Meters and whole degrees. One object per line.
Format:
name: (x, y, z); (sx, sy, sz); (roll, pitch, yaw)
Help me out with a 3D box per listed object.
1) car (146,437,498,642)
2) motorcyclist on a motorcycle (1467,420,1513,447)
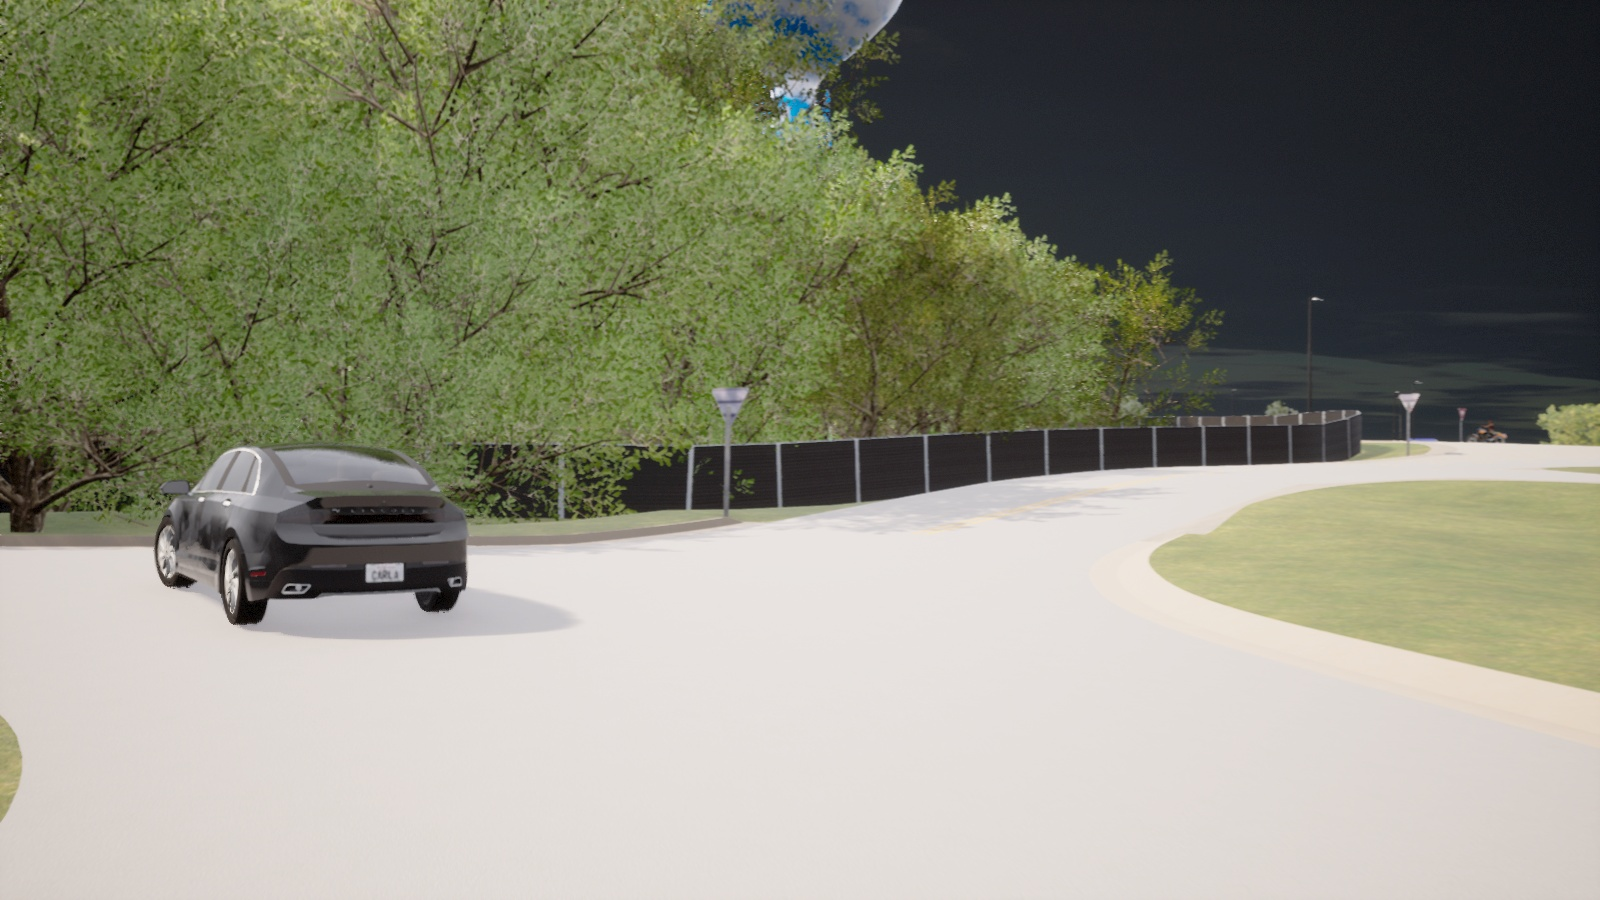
car: (-4.722, 0.669, 11.891); (1.837, 1.490, 4.892); (1, 0, -36)
motorcyclist on a motorcycle: (42.940, -1.027, 78.207); (0.766, 1.649, 2.350); (2, 1, -39)
